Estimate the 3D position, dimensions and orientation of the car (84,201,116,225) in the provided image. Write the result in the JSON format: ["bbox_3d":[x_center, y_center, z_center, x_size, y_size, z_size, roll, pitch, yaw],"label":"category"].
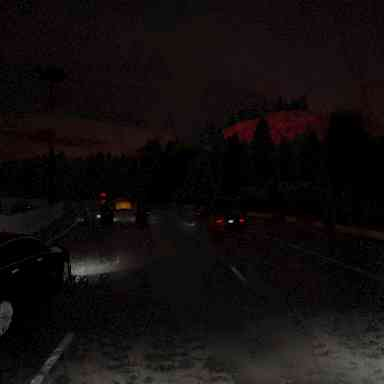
[{"bbox_3d":[-6.822,1.615,24.481,1.994,1.385,4.181,0,0,-14],"label":"car"}]

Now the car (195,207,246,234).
[{"bbox_3d":[1.518,1.569,19.590,2.033,1.411,5.357,0,0,-11],"label":"car"}]

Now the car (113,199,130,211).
[{"bbox_3d":[-8.977,1.557,41.395,1.882,1.535,5.008,0,0,-23],"label":"car"}]

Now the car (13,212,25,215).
[{"bbox_3d":[-18.172,1.575,35.836,1.882,1.535,5.008,0,0,-23],"label":"car"}]

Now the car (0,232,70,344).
[{"bbox_3d":[-3.814,1.524,6.333,1.837,1.490,4.892,0,0,-4],"label":"car"}]

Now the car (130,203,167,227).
[{"bbox_3d":[-2.920,1.531,23.168,2.128,1.511,4.902,0,0,-13],"label":"car"}]
